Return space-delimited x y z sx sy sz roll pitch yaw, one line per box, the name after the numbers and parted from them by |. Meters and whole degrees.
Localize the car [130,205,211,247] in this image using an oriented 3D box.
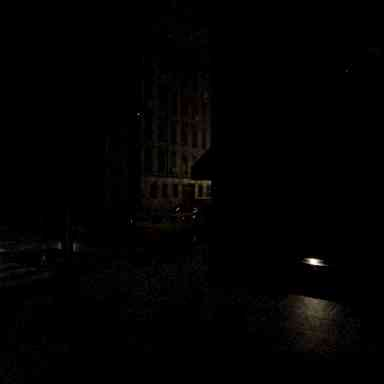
-0.337 1.530 15.158 1.752 1.417 4.829 0 0 36 | car

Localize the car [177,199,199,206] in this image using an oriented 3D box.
0.649 1.321 25.970 2.097 1.767 4.553 0 0 35 | car

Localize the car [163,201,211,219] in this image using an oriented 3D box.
-0.357 1.521 28.934 1.947 1.339 4.313 0 0 36 | car

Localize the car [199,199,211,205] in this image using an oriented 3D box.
2.868 1.314 19.639 2.192 1.841 5.009 0 0 36 | car

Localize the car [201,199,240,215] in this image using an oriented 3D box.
2.945 1.493 33.554 1.887 1.381 4.507 0 0 36 | car

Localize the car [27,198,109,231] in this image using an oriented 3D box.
-6.959 1.282 19.693 2.192 1.841 5.009 0 0 36 | car

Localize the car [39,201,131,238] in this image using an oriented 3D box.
-5.187 1.457 17.802 1.882 1.535 5.008 0 0 34 | car
